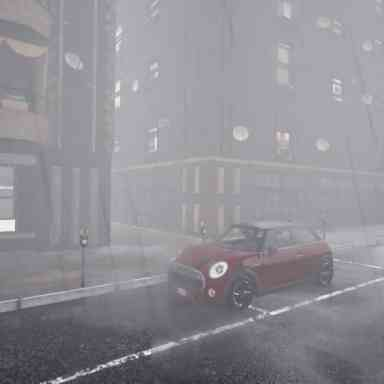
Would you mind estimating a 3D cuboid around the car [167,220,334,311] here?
[{"bbox_3d":[1.426,1.442,7.722,4.097,1.590,1.967,0,1,-36],"label":"car"}]
